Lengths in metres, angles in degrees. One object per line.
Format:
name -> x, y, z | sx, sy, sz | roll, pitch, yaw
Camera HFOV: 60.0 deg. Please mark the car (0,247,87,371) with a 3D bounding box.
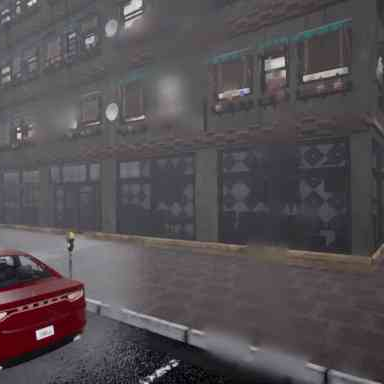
car -> -3.569, 1.546, 5.274 | 4.507, 1.381, 1.887 | 0, -1, 35
